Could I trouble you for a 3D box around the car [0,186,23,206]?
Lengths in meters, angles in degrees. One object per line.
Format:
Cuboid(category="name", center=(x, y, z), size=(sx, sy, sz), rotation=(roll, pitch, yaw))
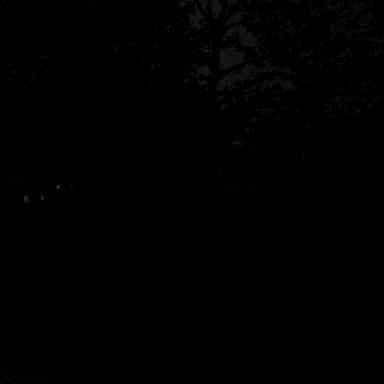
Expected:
Cuboid(category="car", center=(-16.085, 0.252, 28.157), size=(2.128, 1.511, 4.902), rotation=(4, 4, -4))
